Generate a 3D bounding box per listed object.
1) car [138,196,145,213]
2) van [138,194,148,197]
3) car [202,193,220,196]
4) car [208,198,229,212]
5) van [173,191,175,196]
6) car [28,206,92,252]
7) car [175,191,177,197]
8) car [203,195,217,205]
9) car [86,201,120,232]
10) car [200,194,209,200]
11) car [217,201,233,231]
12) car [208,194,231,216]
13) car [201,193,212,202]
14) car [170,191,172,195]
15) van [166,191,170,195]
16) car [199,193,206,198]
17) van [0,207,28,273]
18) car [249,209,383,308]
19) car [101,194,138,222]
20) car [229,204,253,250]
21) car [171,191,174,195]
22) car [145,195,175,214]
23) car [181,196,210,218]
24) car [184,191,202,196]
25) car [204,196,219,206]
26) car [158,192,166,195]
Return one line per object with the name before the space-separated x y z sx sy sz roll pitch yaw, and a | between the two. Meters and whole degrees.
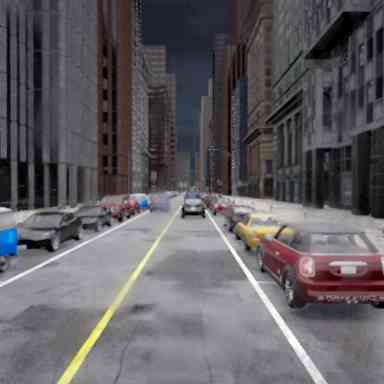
car | -5.757 1.347 30.345 1.887 1.381 4.507 0 0 0
van | -5.756 1.107 35.981 1.690 1.788 3.998 0 0 0
car | 2.771 1.044 41.624 2.192 1.841 5.009 0 0 0
car | 2.770 1.331 35.989 1.947 1.339 4.313 0 0 0
van | -5.744 0.821 81.073 1.690 1.788 3.998 0 0 0
car | -5.761 1.478 13.435 1.947 1.339 4.313 0 0 0
car | -5.742 0.886 86.709 1.967 1.590 4.097 0 0 0
car | 2.775 1.222 52.898 1.947 1.339 4.313 0 0 0
car | -5.759 1.441 19.072 1.947 1.339 4.313 0 0 0
car | 2.780 1.079 75.442 1.947 1.339 4.313 0 0 0
car | 2.766 1.426 19.081 2.008 1.369 4.403 0 0 0
car | 2.768 1.242 30.352 1.967 1.590 4.097 0 0 0
car | 2.777 1.024 64.169 1.967 1.590 4.097 0 0 0
car | -5.746 1.075 69.631 1.752 1.417 4.829 0 0 0
van | -5.748 0.925 64.163 1.690 1.788 3.998 0 0 0
car | 2.785 0.993 92.351 1.802 1.307 4.206 0 0 0
van | -5.763 1.290 7.797 1.690 1.788 3.998 0 0 0
car | 2.762 1.388 7.807 1.967 1.590 4.097 0 0 0
car | -5.759 1.154 24.707 2.192 1.841 5.009 0 0 0
car | 2.764 1.436 13.614 1.752 1.417 4.829 0 0 0
car | -5.745 1.064 75.437 2.008 1.369 4.403 0 0 0
car | -3.086 1.331 33.193 2.033 1.411 5.357 0 0 0
car | 0.104 1.321 28.035 2.163 1.488 4.792 0 0 0
car | 0.049 0.931 44.984 2.150 2.045 5.566 0 1 1
car | 2.773 1.237 47.262 1.887 1.381 4.507 0 0 0
car | -5.751 1.097 52.891 1.967 1.590 4.097 0 0 0
